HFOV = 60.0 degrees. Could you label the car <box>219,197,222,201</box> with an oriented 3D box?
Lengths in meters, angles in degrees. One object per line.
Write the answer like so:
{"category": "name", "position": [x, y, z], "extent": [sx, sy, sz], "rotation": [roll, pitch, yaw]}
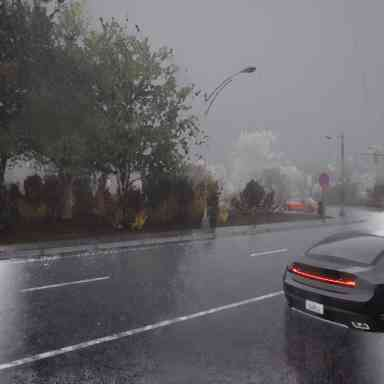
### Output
{"category": "car", "position": [4.499, 1.353, 69.509], "extent": [1.994, 1.385, 4.181], "rotation": [0, 1, -33]}

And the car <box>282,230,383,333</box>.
{"category": "car", "position": [3.839, 1.505, 6.476], "extent": [4.892, 1.490, 1.837], "rotation": [0, 0, -35]}

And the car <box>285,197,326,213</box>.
{"category": "car", "position": [12.510, 1.352, 36.826], "extent": [2.097, 1.767, 4.553], "rotation": [0, 0, -32]}
